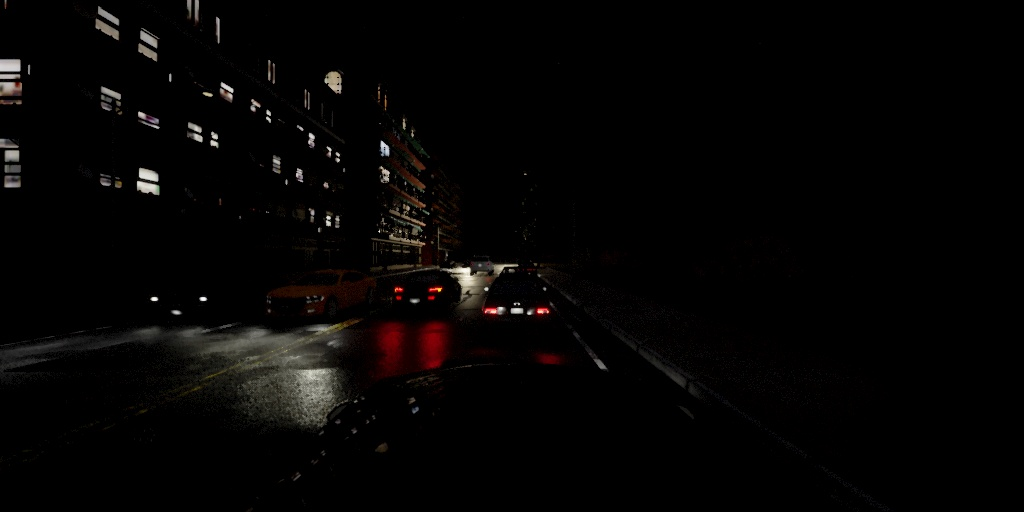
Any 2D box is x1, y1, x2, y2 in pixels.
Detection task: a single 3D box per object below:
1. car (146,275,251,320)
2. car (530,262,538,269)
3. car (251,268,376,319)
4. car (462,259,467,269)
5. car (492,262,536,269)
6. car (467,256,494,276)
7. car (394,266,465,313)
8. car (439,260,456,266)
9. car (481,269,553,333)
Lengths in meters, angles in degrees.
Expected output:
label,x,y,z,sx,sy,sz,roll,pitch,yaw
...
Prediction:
label,x,y,z,sx,sy,sz,roll,pitch,yaw
car,-9.841,1.352,12.731,1.895,1.301,4.718,0,0,0
car,1.155,1.259,30.823,1.837,1.490,4.892,0,0,0
car,-6.592,1.229,12.935,1.882,1.535,5.008,0,0,0
car,-6.559,1.230,55.203,1.882,1.535,5.008,0,0,0
car,0.112,1.300,21.056,2.033,1.411,5.357,0,0,0
car,-3.128,0.976,37.929,2.150,2.045,5.566,0,0,0
car,-3.143,1.278,13.889,1.812,1.442,4.674,0,0,0
car,-9.812,1.299,55.030,2.033,1.411,5.357,0,0,0
car,0.109,1.299,10.694,2.033,1.411,5.357,0,0,0
